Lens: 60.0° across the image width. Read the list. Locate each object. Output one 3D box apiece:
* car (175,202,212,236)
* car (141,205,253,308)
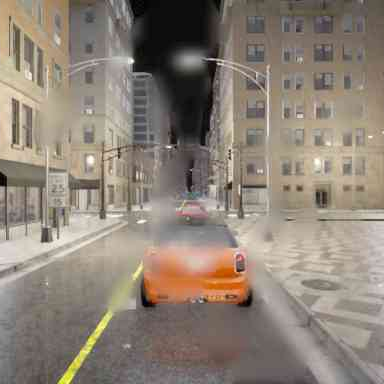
[{"bbox_3d":[0.066,1.476,19.671,1.882,1.535,5.008,0,0,0],"label":"car"},{"bbox_3d":[0.083,1.351,8.072,2.097,1.767,4.553,0,0,0],"label":"car"}]
